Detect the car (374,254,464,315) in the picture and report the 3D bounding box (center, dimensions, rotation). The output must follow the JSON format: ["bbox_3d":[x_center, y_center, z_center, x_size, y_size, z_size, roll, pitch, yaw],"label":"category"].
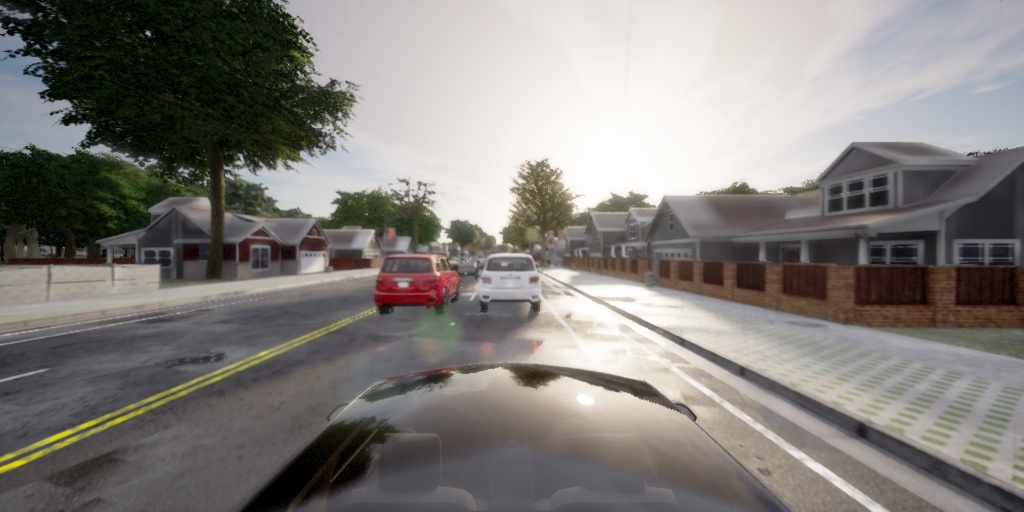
[{"bbox_3d":[-3.330,0.944,13.542,2.150,2.045,5.566,0,1,-1],"label":"car"}]

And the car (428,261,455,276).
[{"bbox_3d":[-7.214,1.259,37.008,1.895,1.301,4.718,0,0,-1],"label":"car"}]

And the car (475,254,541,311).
[{"bbox_3d":[-0.090,0.937,14.300,2.150,2.045,5.566,0,0,-1],"label":"car"}]

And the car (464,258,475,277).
[{"bbox_3d":[-3.648,1.164,30.538,2.128,1.511,4.902,0,0,-1],"label":"car"}]
